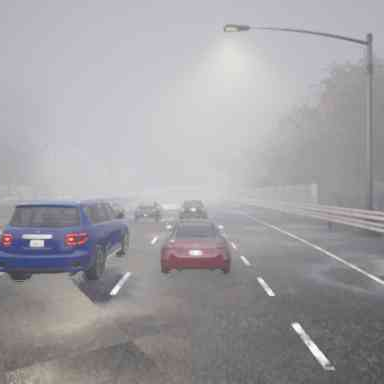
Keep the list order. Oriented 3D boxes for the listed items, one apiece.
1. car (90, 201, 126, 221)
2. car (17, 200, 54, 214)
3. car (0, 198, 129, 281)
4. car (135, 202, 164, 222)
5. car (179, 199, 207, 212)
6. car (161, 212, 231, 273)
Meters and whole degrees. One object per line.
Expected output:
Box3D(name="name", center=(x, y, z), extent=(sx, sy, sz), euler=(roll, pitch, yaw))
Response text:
Box3D(name="car", center=(-6.903, 1.546, 27.904), extent=(1.812, 1.442, 4.674), euler=(0, 0, 0))
Box3D(name="car", center=(-17.594, 1.633, 37.624), extent=(1.895, 1.301, 4.718), euler=(0, 0, 0))
Box3D(name="car", center=(-3.401, 1.225, 9.982), extent=(2.150, 2.045, 5.566), euler=(0, 0, 0))
Box3D(name="car", center=(-3.402, 1.510, 26.832), extent=(2.128, 1.511, 4.902), euler=(0, 0, 0))
Box3D(name="car", center=(0.095, 1.371, 26.604), extent=(2.097, 1.767, 4.553), euler=(0, 0, 0))
Box3D(name="car", center=(0.099, 1.568, 10.743), extent=(1.994, 1.385, 4.181), euler=(0, 0, 0))
